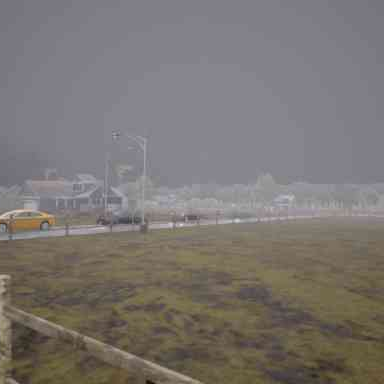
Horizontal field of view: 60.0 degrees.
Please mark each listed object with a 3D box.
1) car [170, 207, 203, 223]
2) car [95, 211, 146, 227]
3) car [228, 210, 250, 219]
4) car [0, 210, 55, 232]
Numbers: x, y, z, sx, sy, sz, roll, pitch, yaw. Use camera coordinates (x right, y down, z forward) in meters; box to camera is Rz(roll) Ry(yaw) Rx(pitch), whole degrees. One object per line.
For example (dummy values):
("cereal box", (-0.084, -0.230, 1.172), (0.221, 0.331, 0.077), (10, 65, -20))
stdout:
("car", (-0.663, 2.721, 40.377), (2.097, 1.767, 4.553), (0, -2, 36))
("car", (-6.651, 2.494, 31.934), (2.033, 1.411, 5.357), (0, -2, 35))
("car", (7.342, 3.513, 51.551), (1.994, 1.385, 4.181), (0, -3, 36))
("car", (-12.345, 2.030, 23.811), (1.882, 1.535, 5.008), (0, -2, 34))
